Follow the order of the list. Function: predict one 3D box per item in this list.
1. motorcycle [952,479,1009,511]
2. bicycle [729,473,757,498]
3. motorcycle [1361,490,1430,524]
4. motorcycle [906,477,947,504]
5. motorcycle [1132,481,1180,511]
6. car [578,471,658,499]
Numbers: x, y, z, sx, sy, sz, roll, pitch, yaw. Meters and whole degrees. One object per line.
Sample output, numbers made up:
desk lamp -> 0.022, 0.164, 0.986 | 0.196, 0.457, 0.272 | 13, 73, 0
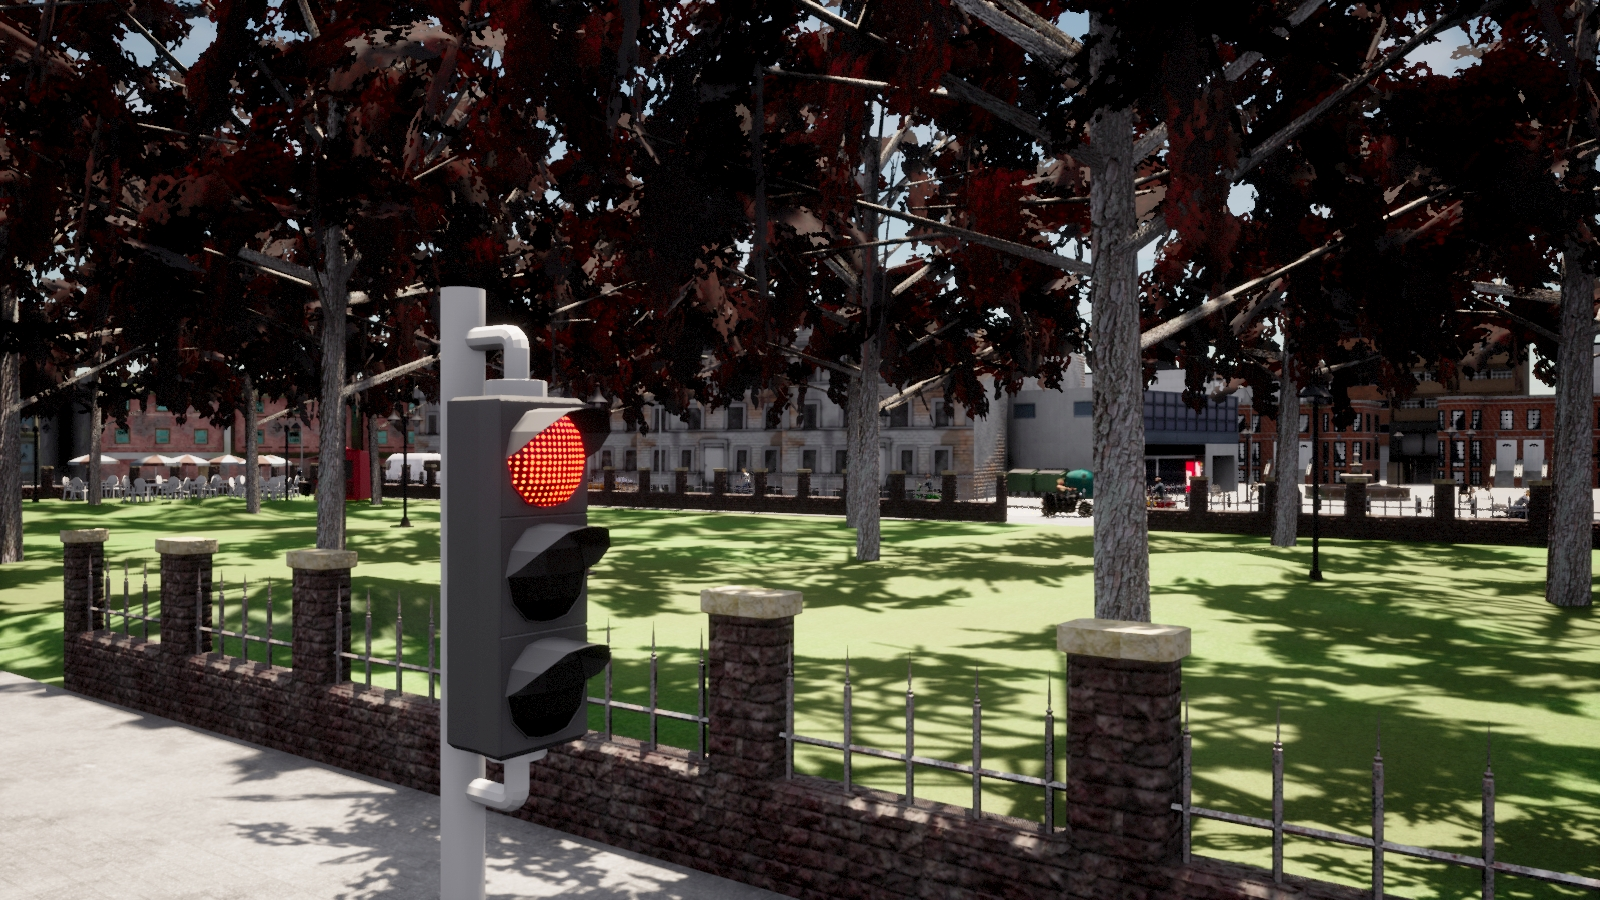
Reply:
motorcycle -> 7.857, 1.950, 49.719 | 2.356, 1.277, 0.764 | 0, 0, 36
bicycle -> -3.138, 1.936, 62.646 | 1.643, 1.296, 0.373 | 0, 0, 36
motorcycle -> 20.942, 1.994, 40.193 | 2.033, 1.145, 0.803 | 0, 0, 36
motorcycle -> 6.174, 1.962, 55.840 | 1.805, 1.236, 0.856 | 0, 0, 36
motorcycle -> 15.328, 1.962, 49.178 | 1.805, 1.236, 0.856 | 0, 0, 36
car -> -9.993, 1.898, 62.693 | 4.181, 1.385, 1.994 | 0, 0, 36
